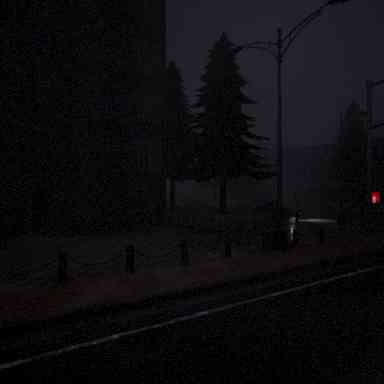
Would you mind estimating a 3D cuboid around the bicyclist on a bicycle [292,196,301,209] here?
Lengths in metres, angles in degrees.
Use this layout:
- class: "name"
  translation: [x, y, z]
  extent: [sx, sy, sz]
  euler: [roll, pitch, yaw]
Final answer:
- class: "bicyclist on a bicycle"
  translation: [11.496, 1.316, 36.649]
  extent: [1.656, 1.620, 0.582]
  euler: [0, 0, -37]

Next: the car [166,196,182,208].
- class: "car"
  translation: [-2.636, 1.616, 49.074]
  extent: [1.895, 1.301, 4.718]
  euler: [0, 0, -37]

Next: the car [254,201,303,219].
- class: "car"
  translation: [7.558, 1.541, 29.486]
  extent: [1.812, 1.442, 4.674]
  euler: [0, 0, -38]

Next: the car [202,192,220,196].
- class: "car"
  translation: [5.199, 1.112, 92.455]
  extent: [1.932, 1.855, 4.605]
  euler: [0, 0, -37]

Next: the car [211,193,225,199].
- class: "car"
  translation: [7.287, 1.092, 94.517]
  extent: [1.905, 1.878, 3.866]
  euler: [0, 0, -37]

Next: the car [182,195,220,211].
- class: "car"
  translation: [1.354, 1.493, 37.674]
  extent: [1.882, 1.535, 5.008]
  euler: [0, 0, -37]
